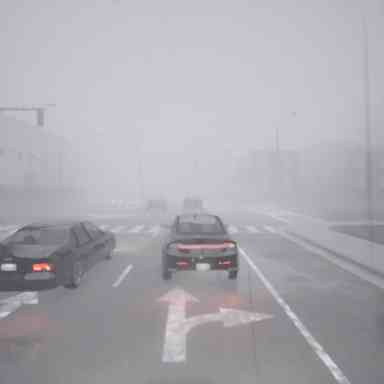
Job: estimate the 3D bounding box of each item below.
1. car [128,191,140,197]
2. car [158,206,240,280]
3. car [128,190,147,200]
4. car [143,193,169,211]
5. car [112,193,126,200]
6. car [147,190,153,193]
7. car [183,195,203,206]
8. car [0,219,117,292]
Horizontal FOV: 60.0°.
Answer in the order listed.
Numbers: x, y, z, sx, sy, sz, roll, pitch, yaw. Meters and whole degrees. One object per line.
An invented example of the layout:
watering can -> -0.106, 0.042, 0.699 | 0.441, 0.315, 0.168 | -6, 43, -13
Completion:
car -> -13.998, 0.508, 80.268 | 2.033, 1.411, 5.357 | 0, 1, 0
car -> 0.115, 1.367, 9.569 | 2.128, 1.511, 4.902 | 0, 1, -3
car -> -10.526, 0.669, 64.045 | 2.128, 1.511, 4.902 | 0, 1, 1
car -> -3.414, 1.101, 32.946 | 1.812, 1.442, 4.674 | 0, 1, 0
car -> -14.018, 0.779, 63.946 | 1.895, 1.301, 4.718 | 0, 1, 1
car -> -10.498, 0.323, 80.333 | 2.097, 1.767, 4.553 | 0, 1, 0
car -> 0.096, 1.046, 33.514 | 1.882, 1.535, 5.008 | 0, 1, 0
car -> -3.432, 1.433, 8.765 | 2.033, 1.411, 5.357 | 0, 1, 0
